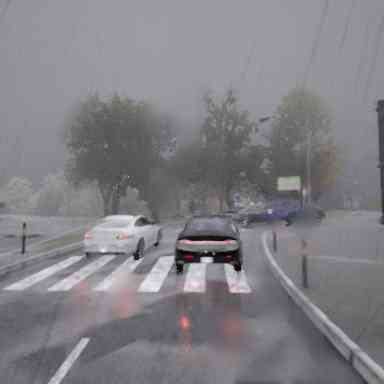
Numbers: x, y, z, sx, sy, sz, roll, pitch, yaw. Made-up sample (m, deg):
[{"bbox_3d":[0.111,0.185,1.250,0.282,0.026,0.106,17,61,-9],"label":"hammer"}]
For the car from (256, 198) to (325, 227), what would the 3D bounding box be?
[{"bbox_3d":[7.896,1.538,25.766,5.566,2.045,2.150,-1,-6,-36],"label":"car"}]

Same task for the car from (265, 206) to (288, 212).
[{"bbox_3d":[19.016,3.892,75.079,4.718,1.301,1.895,-3,-5,37],"label":"car"}]

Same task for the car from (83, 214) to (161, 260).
[{"bbox_3d":[-2.423,1.538,12.407,1.812,1.442,4.674,-1,0,7],"label":"car"}]

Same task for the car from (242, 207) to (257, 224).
[{"bbox_3d":[4.501,2.000,26.901,4.902,1.511,2.128,2,-5,-43],"label":"car"}]

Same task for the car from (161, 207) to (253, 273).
[{"bbox_3d":[0.611,1.472,10.667,2.128,1.511,4.902,-1,0,6],"label":"car"}]
